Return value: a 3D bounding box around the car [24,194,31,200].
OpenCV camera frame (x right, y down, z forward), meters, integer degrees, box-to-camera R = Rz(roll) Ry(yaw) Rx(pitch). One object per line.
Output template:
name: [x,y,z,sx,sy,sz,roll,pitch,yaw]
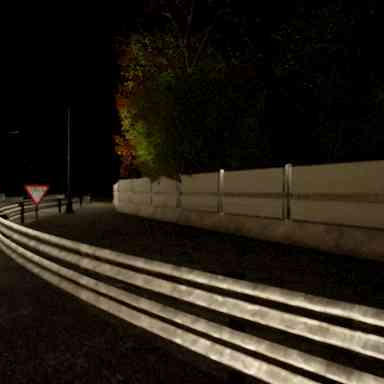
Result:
car: [-35.059,1.062,71.321,1.895,1.301,4.718,0,0,-27]
